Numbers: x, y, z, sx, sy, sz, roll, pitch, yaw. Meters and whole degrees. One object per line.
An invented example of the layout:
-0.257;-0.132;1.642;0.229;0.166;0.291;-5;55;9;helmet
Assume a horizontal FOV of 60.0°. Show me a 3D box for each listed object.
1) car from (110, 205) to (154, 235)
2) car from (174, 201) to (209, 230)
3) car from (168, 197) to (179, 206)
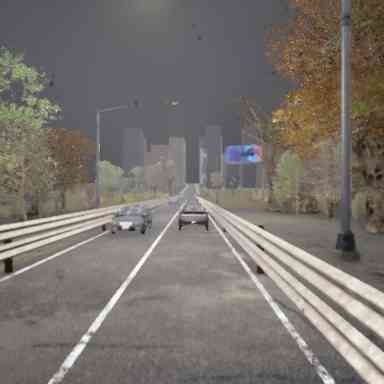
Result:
-3.348;1.533;19.228;2.128;1.511;4.902;0;0;0;car
0.100;1.540;21.505;2.128;1.511;4.902;0;0;0;car
-3.316;1.701;60.677;1.812;1.442;4.674;0;0;1;car
